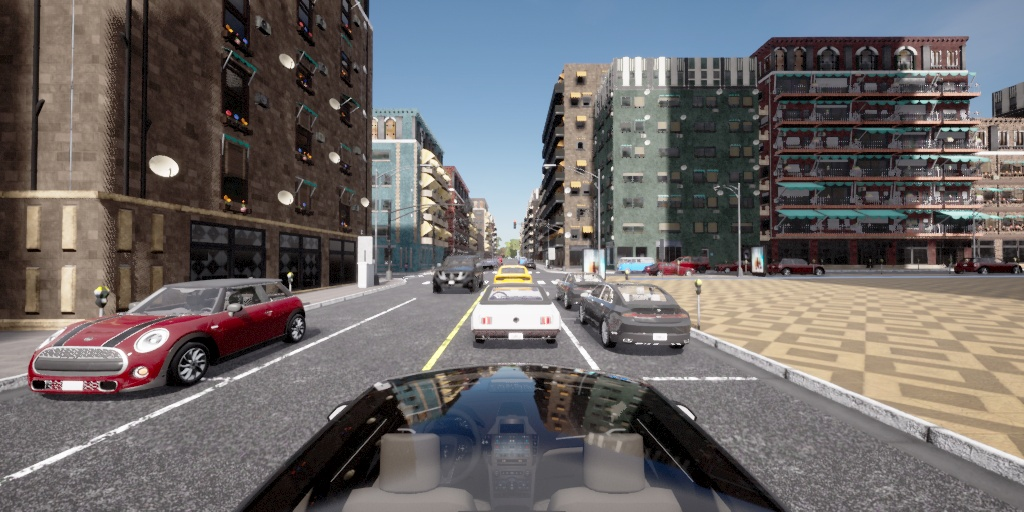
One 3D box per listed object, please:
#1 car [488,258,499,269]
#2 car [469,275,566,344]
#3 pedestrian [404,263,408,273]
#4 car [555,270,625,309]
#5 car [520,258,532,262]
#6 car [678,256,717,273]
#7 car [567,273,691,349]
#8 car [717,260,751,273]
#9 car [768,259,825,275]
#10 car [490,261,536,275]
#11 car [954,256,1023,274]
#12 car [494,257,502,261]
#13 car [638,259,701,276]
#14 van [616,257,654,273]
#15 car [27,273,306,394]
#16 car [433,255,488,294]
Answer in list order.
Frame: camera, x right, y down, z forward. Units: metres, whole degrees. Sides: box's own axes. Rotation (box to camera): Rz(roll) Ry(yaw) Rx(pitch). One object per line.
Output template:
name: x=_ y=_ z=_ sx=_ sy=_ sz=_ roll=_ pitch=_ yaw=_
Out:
car: x=-3.230 y=1.368 z=50.450 sx=1.895 sy=1.301 sz=4.718 roll=0 pitch=0 yaw=1
car: x=0.080 y=1.353 z=9.580 sx=1.895 sy=1.301 sz=4.718 roll=0 pitch=0 yaw=0
pedestrian: x=-12.624 y=1.097 z=42.689 sx=0.375 sy=1.860 sz=0.375 roll=0 pitch=0 yaw=0
car: x=2.791 y=1.304 z=14.567 sx=2.007 sy=1.370 sz=4.403 roll=0 pitch=0 yaw=0
car: x=2.572 y=1.334 z=52.760 sx=1.948 sy=1.339 sz=4.313 roll=0 pitch=0 yaw=0
car: x=19.210 y=0.977 z=39.573 sx=5.009 sy=1.841 sz=2.192 roll=0 pitch=0 yaw=0
car: x=2.804 y=1.303 z=8.997 sx=2.007 sy=1.370 sz=4.403 roll=0 pitch=0 yaw=0
car: x=24.737 y=1.165 z=39.546 sx=4.507 sy=1.381 sz=1.888 roll=0 pitch=0 yaw=0
car: x=24.695 y=0.936 z=31.166 sx=4.097 sy=1.591 sz=1.967 roll=0 pitch=0 yaw=0
car: x=0.052 y=1.233 z=19.033 sx=1.882 sy=1.535 sz=5.008 roll=0 pitch=0 yaw=0
car: x=41.276 y=0.812 z=31.086 sx=4.097 sy=1.591 sz=1.967 roll=0 pitch=0 yaw=0
car: x=-3.220 y=1.319 z=60.143 sx=2.033 sy=1.411 sz=5.357 roll=0 pitch=0 yaw=0
car: x=13.639 y=1.163 z=31.219 sx=4.207 sy=1.307 sz=1.802 roll=0 pitch=0 yaw=0
van: x=13.682 y=1.046 z=39.599 sx=3.998 sy=1.789 sz=1.690 roll=0 pitch=0 yaw=0
car: x=-5.831 y=1.191 z=6.741 sx=1.967 sy=1.591 sz=4.097 roll=0 pitch=0 yaw=0
car: x=-2.912 y=0.979 z=20.645 sx=2.150 sy=2.045 sz=5.566 roll=0 pitch=0 yaw=2
